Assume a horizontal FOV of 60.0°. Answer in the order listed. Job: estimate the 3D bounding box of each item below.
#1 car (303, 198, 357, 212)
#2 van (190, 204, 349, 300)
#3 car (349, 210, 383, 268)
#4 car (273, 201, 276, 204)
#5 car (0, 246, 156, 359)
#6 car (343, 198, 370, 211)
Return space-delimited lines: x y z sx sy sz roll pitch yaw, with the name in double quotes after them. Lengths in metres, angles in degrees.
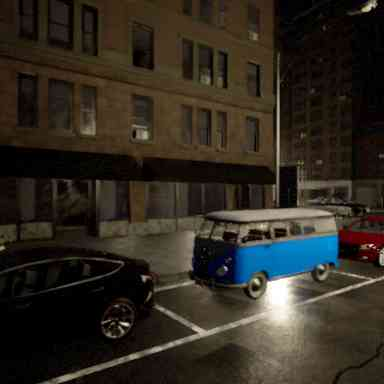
10.617 1.379 27.428 1.895 1.301 4.718 1 0 -35 "car"
1.856 1.327 8.079 3.998 1.788 1.690 0 1 -36 "van"
6.318 1.519 11.266 4.507 1.381 1.887 0 1 -36 "car"
7.732 1.244 37.186 1.837 1.490 4.892 1 0 -35 "car"
-2.607 1.564 4.897 4.313 1.339 1.947 0 1 -36 "car"
13.158 1.294 29.483 2.128 1.511 4.902 1 0 -35 "car"
